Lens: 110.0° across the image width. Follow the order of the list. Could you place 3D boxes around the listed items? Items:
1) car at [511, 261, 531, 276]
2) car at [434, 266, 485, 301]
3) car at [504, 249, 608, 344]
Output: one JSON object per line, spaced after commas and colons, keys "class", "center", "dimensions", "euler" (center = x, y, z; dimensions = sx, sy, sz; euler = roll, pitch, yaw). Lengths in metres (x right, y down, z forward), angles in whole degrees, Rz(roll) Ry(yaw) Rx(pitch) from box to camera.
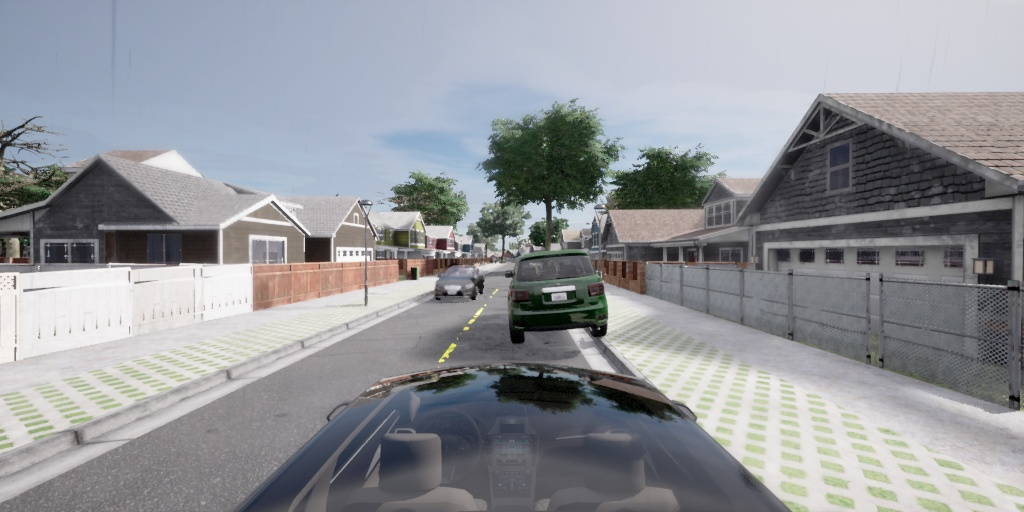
{"class": "car", "center": [1.102, 1.322, 39.611], "dimensions": [2.033, 1.411, 5.357], "euler": [0, 0, 3]}
{"class": "car", "center": [-2.392, 1.241, 17.282], "dimensions": [2.128, 1.511, 4.902], "euler": [0, 0, 2]}
{"class": "car", "center": [1.012, 0.897, 9.750], "dimensions": [2.150, 2.045, 5.566], "euler": [-5, 0, 2]}
